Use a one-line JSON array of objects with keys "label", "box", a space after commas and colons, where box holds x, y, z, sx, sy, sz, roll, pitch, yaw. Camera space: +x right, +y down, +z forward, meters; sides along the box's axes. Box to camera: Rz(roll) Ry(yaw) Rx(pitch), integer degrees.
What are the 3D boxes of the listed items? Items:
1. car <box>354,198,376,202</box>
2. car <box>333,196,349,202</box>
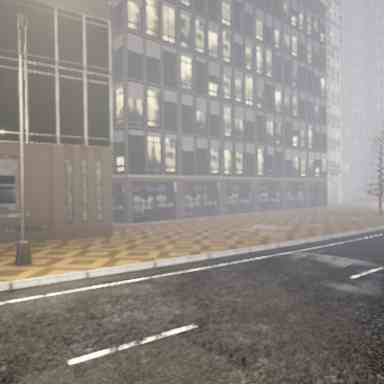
[{"label": "car", "box": [36.099, 1.527, 69.424, 1.802, 1.307, 4.206, -1, 1, -42]}, {"label": "car", "box": [32.356, 1.480, 73.701, 1.947, 1.339, 4.313, -1, 1, -42]}]
